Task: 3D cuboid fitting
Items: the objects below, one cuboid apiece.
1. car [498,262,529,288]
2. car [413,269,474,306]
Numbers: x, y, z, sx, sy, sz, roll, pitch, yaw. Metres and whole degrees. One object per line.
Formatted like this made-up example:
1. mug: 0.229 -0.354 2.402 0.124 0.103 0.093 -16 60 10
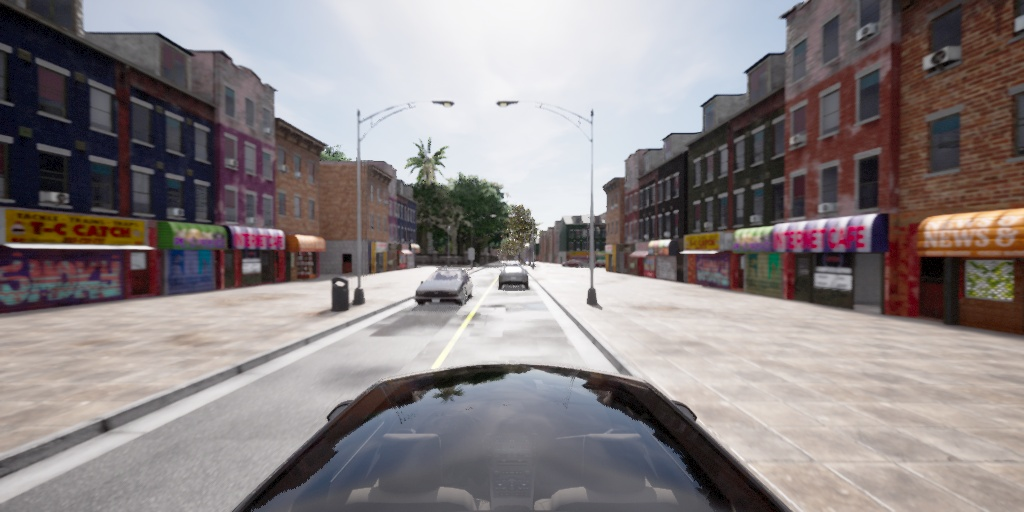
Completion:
1. car: 0.098 1.318 23.879 1.994 1.385 4.181 0 0 0
2. car: -2.817 1.296 16.011 2.033 1.411 5.357 0 0 0
